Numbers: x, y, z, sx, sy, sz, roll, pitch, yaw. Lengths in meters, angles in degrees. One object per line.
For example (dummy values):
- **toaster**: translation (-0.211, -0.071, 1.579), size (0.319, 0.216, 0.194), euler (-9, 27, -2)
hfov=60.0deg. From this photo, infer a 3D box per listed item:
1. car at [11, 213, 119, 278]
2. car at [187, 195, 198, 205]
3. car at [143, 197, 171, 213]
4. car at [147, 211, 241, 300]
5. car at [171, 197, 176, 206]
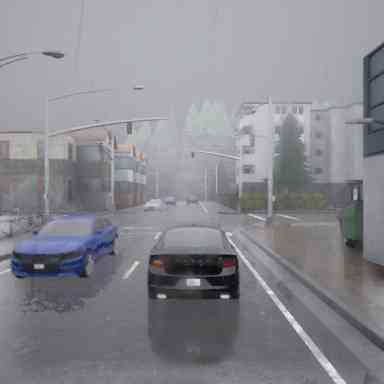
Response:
- **car**: translation (-3.600, 1.477, 10.327), size (1.882, 1.535, 5.008), euler (0, 0, 0)
- **car**: translation (0.096, 1.352, 60.280), size (2.097, 1.767, 4.553), euler (0, 0, 0)
- **car**: translation (-3.960, 1.524, 36.563), size (1.812, 1.442, 4.674), euler (0, 0, 7)
- **car**: translation (0.049, 1.478, 8.475), size (1.882, 1.535, 5.008), euler (0, 0, 1)
- **car**: translation (-3.592, 1.477, 53.470), size (1.882, 1.535, 5.008), euler (0, 0, 0)
